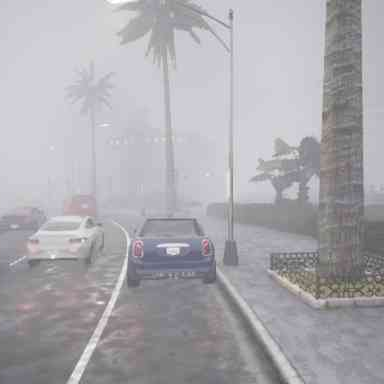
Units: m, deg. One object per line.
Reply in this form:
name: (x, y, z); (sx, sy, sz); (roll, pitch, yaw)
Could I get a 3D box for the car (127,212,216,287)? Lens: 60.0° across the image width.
car: (-0.703, 1.352, 9.627); (2.097, 1.767, 4.553); (0, 0, -7)

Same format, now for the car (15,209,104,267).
car: (-4.156, 1.523, 11.422); (1.812, 1.442, 4.674); (0, 0, -8)

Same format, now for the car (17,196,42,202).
car: (-20.272, 1.462, 41.175); (5.008, 1.535, 1.882); (0, 0, 42)

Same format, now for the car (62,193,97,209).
car: (-9.119, 1.216, 26.939); (2.150, 2.045, 5.566); (0, 0, -27)

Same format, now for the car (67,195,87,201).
car: (-30.303, 1.551, 87.636); (4.718, 1.301, 1.895); (0, 0, 22)

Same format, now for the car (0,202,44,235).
car: (-9.392, 1.519, 18.607); (1.812, 1.442, 4.674); (0, 0, -17)
